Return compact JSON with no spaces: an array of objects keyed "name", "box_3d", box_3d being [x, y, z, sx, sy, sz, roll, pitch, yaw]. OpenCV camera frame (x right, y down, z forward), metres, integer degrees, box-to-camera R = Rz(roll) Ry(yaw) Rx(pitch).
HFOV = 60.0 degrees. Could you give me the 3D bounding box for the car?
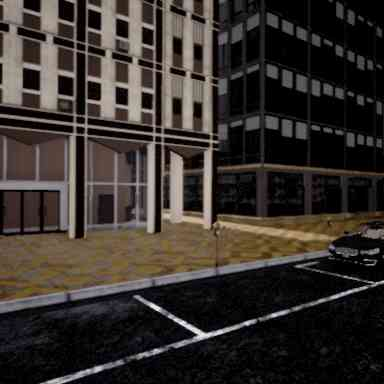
[{"name":"car","box_3d":[6.308,1.666,11.057,4.403,1.369,2.008,1,-1,-35]}]
